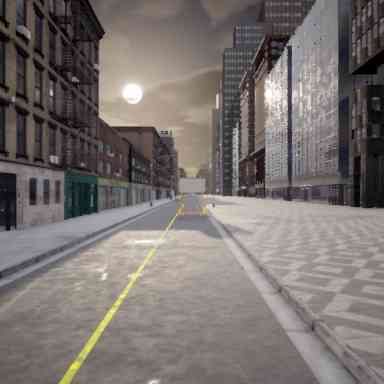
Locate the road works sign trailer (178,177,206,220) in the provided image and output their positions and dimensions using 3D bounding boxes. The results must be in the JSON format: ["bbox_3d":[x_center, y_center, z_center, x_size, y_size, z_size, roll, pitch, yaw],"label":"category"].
[{"bbox_3d":[0.000,0.479,28.498,2.380,3.560,2.880,0,0,0],"label":"road works sign trailer"}]

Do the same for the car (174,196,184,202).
[{"bbox_3d":[-3.000,1.579,76.711,1.812,1.442,4.674,0,0,0],"label":"car"}]
